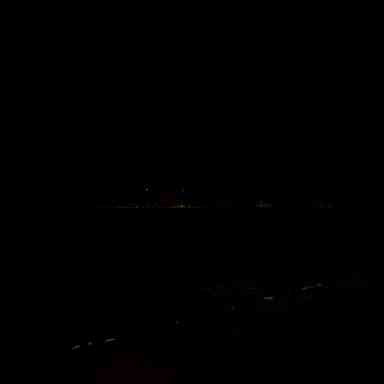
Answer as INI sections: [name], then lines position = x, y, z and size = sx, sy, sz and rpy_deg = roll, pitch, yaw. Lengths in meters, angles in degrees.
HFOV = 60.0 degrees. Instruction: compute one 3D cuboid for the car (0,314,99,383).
[car]
position = -3.057, 1.587, 1.809
size = 4.718, 1.301, 1.895
rpy_deg = 1, 0, -35
